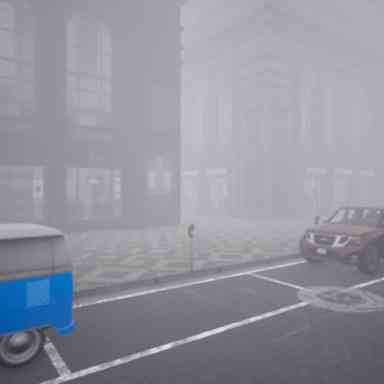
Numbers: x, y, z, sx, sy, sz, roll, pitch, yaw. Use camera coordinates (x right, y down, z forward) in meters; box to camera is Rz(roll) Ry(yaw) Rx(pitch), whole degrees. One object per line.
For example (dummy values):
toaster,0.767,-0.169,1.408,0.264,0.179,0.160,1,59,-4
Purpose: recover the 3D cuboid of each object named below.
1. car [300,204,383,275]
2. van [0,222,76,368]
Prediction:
car,5.637,1.321,10.671,5.009,1.841,2.192,0,0,-35
van,-3.540,1.341,4.126,3.998,1.788,1.690,0,0,-35
